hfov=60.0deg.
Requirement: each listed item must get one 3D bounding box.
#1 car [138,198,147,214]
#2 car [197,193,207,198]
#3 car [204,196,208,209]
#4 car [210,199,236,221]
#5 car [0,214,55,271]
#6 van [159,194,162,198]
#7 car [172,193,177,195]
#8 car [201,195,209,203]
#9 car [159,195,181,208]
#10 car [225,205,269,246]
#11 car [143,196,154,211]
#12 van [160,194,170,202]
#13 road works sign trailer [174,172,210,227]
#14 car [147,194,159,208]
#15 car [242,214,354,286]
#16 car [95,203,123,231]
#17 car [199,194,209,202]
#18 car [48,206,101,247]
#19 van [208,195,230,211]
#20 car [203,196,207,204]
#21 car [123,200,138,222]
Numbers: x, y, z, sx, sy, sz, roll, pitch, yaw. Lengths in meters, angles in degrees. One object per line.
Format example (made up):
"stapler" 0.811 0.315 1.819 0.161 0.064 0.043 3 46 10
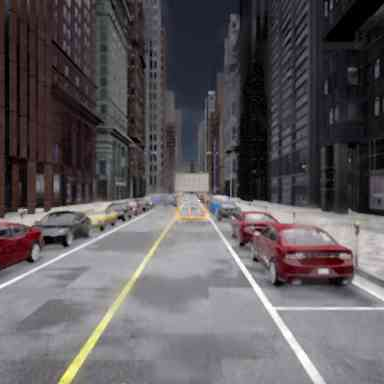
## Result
"car" -5.761 1.525 31.752 1.802 1.307 4.206 0 0 0
"car" 2.766 1.221 71.221 2.192 1.841 5.009 0 0 0
"car" 2.764 1.487 37.404 2.008 1.369 4.403 0 0 0
"car" 2.764 1.502 26.131 2.008 1.369 4.403 0 0 0
"car" -5.762 1.526 9.206 1.887 1.381 4.507 0 0 0
"van" -5.760 1.265 48.661 1.690 1.788 3.998 0 0 0
"car" -5.757 1.444 88.117 1.887 1.381 4.507 0 0 0
"car" 2.765 1.474 48.677 2.008 1.369 4.403 0 0 0
"car" -3.079 1.472 48.030 2.033 1.411 5.357 0 0 0
"car" 2.763 1.515 14.859 1.887 1.381 4.507 0 0 0
"car" -5.760 1.502 37.388 1.947 1.339 4.313 0 0 0
"van" -5.759 1.247 71.207 1.690 1.788 3.998 0 0 0
"road works sign trailer" 0.003 0.422 22.515 2.380 3.560 2.880 0 0 0
"car" -5.760 1.370 43.025 1.967 1.590 4.097 0 0 0
"car" 2.763 1.526 9.223 1.887 1.381 4.507 0 0 0
"car" -5.761 1.486 20.308 1.752 1.417 4.829 0 0 0
"car" 2.766 1.458 59.949 1.887 1.381 4.507 0 0 0
"car" -5.762 1.537 14.842 1.947 1.339 4.313 0 0 0
"van" 2.764 1.284 31.767 1.690 1.788 3.998 0 0 0
"car" 2.765 1.511 43.040 1.802 1.307 4.206 0 0 0
"car" -5.761 1.518 26.115 1.947 1.339 4.313 0 0 0
